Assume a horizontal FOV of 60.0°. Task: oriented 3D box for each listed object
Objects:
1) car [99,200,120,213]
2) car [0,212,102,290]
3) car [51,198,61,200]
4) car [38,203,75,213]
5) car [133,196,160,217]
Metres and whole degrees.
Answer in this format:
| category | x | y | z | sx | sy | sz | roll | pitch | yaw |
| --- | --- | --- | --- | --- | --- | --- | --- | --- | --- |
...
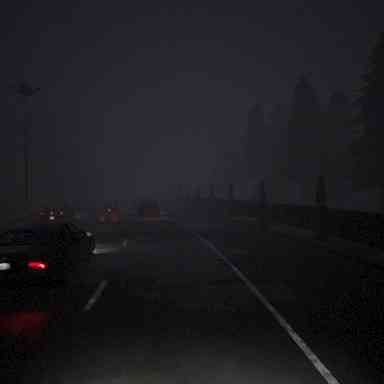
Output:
| category | x | y | z | sx | sy | sz | roll | pitch | yaw |
| --- | --- | --- | --- | --- | --- | --- | --- | --- | --- |
| car | -8.498 | 1.493 | 34.562 | 1.895 | 1.301 | 4.718 | 0 | 0 | -11 |
| car | -4.010 | 1.522 | 9.126 | 2.033 | 1.411 | 5.357 | 0 | 0 | -6 |
| car | -24.002 | 1.345 | 57.559 | 1.837 | 1.490 | 4.892 | 0 | 0 | -11 |
| car | -10.249 | 1.529 | 25.492 | 1.895 | 1.301 | 4.718 | 0 | 0 | -11 |
| car | -4.078 | 1.377 | 30.295 | 1.882 | 1.535 | 5.008 | 0 | -1 | -11 |
